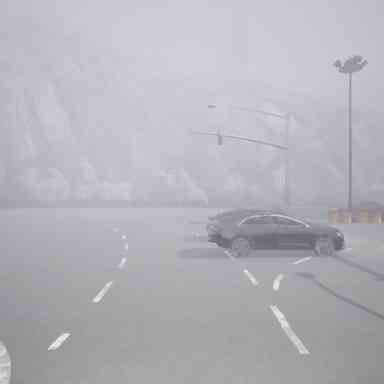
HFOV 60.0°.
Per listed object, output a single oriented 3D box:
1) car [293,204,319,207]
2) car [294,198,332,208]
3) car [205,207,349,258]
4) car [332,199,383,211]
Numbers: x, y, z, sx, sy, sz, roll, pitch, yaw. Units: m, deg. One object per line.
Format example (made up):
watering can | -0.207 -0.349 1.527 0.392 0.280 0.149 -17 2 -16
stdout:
car | 3.083 1.473 15.674 4.892 1.490 1.837 0 0 -3
car | 15.299 1.462 41.041 5.357 1.411 2.033 0 0 -3
car | 2.993 1.467 12.165 4.902 1.511 2.128 0 0 -3
car | 15.590 1.501 30.541 4.181 1.385 1.994 0 0 -3
